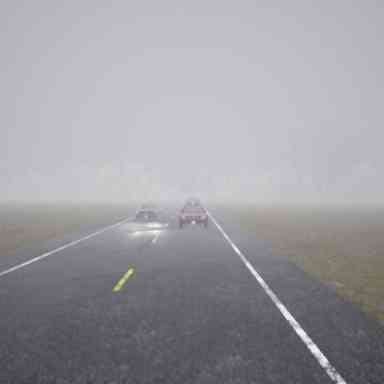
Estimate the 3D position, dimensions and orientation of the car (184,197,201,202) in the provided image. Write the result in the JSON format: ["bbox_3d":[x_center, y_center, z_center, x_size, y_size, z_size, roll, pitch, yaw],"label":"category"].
[{"bbox_3d":[0.094,1.409,41.852,2.097,1.767,4.553,0,0,0],"label":"car"}]

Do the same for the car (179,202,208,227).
[{"bbox_3d":[0.097,1.633,23.139,1.895,1.301,4.718,0,0,0],"label":"car"}]

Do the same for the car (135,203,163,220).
[{"bbox_3d":[-3.602,1.640,28.310,1.895,1.301,4.718,0,0,0],"label":"car"}]

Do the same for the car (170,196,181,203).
[{"bbox_3d":[-3.509,1.616,69.504,1.812,1.442,4.674,0,0,0],"label":"car"}]
